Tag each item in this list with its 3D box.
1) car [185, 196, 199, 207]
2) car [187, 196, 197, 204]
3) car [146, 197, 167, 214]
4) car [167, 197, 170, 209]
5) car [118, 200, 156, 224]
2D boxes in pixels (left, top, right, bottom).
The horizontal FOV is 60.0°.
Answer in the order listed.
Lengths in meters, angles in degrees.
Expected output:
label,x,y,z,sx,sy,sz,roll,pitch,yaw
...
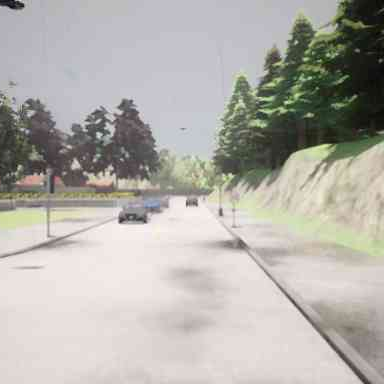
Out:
label,x,y,z,sx,sy,sz,roll,pitch,yaw
car,0.001,1.383,49.070,2.128,1.511,4.902,0,0,0
car,0.001,1.394,59.430,1.812,1.442,4.674,0,0,0
car,-4.065,1.401,34.437,1.882,1.535,5.008,0,0,1
car,-3.999,1.392,44.528,2.128,1.511,4.902,0,0,0
car,-4.095,1.509,24.433,1.994,1.385,4.181,0,0,0
